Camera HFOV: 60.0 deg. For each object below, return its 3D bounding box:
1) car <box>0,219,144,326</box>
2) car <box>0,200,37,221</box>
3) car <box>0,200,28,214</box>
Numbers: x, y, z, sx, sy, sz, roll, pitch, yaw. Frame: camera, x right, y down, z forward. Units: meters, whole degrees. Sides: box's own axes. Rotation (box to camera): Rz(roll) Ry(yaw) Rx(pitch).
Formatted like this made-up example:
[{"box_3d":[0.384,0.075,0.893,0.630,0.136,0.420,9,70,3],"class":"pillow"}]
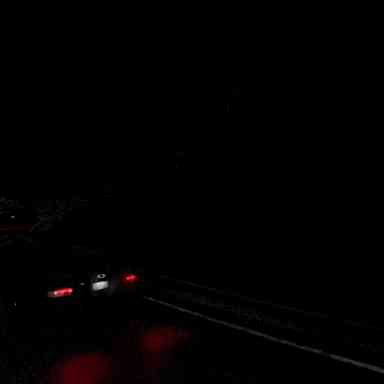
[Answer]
[{"box_3d":[-3.209,1.577,7.254,2.033,1.411,5.357,0,0,-43],"class":"car"},{"box_3d":[-13.029,1.567,25.205,1.882,1.535,5.008,0,0,-17],"class":"car"},{"box_3d":[-20.238,1.657,37.976,1.812,1.442,4.674,0,0,-15],"class":"car"}]
